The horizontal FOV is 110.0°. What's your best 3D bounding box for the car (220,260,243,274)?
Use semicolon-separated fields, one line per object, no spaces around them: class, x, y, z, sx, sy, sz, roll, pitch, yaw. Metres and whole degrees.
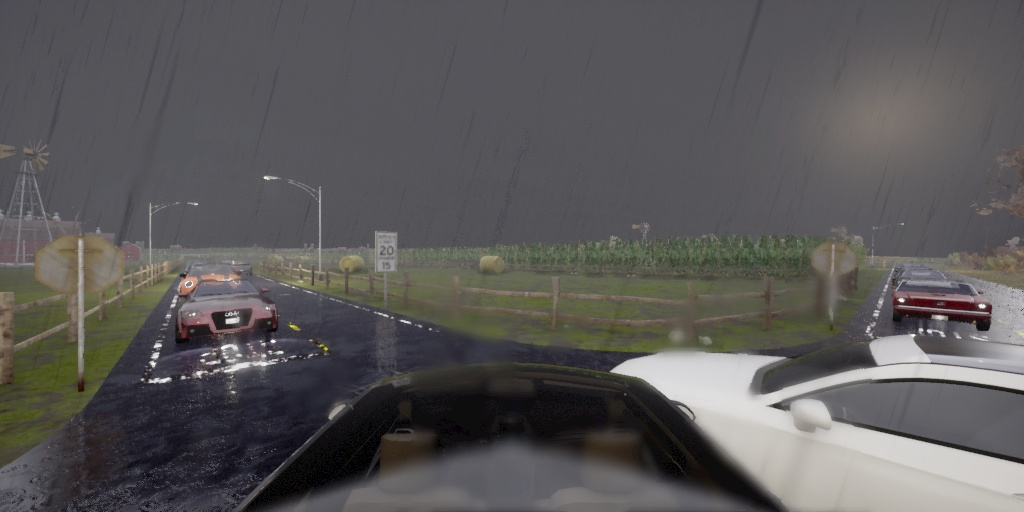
car;-33.769;1.304;43.092;1.837;1.490;4.892;0;0;-42

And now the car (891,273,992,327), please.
car;13.501;1.398;11.470;4.718;1.301;1.895;0;1;-43

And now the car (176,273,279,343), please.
car;-7.955;1.355;9.962;1.994;1.385;4.181;0;0;-43

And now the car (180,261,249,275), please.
car;-13.741;1.140;16.436;2.097;1.767;4.553;0;0;-42

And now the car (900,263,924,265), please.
car;27.313;1.401;24.310;4.181;1.385;1.994;0;1;-43

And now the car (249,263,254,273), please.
car;-27.036;1.282;35.645;2.128;1.511;4.902;0;0;-42

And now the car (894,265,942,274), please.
car;20.568;1.363;18.044;5.357;1.411;2.033;0;1;-43

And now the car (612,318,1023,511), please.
car;2.836;1.294;2.391;1.812;1.442;4.674;0;1;-44
